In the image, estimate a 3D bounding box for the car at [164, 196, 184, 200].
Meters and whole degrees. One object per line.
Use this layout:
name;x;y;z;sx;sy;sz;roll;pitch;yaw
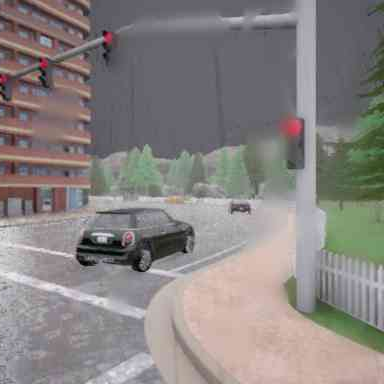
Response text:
car;-3.280;1.427;60.249;1.882;1.535;5.008;0;0;-33

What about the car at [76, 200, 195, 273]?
car;-1.577;1.295;10.887;2.097;1.767;4.553;0;0;23

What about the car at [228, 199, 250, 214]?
car;4.749;1.424;34.009;1.882;1.535;5.008;0;0;2
